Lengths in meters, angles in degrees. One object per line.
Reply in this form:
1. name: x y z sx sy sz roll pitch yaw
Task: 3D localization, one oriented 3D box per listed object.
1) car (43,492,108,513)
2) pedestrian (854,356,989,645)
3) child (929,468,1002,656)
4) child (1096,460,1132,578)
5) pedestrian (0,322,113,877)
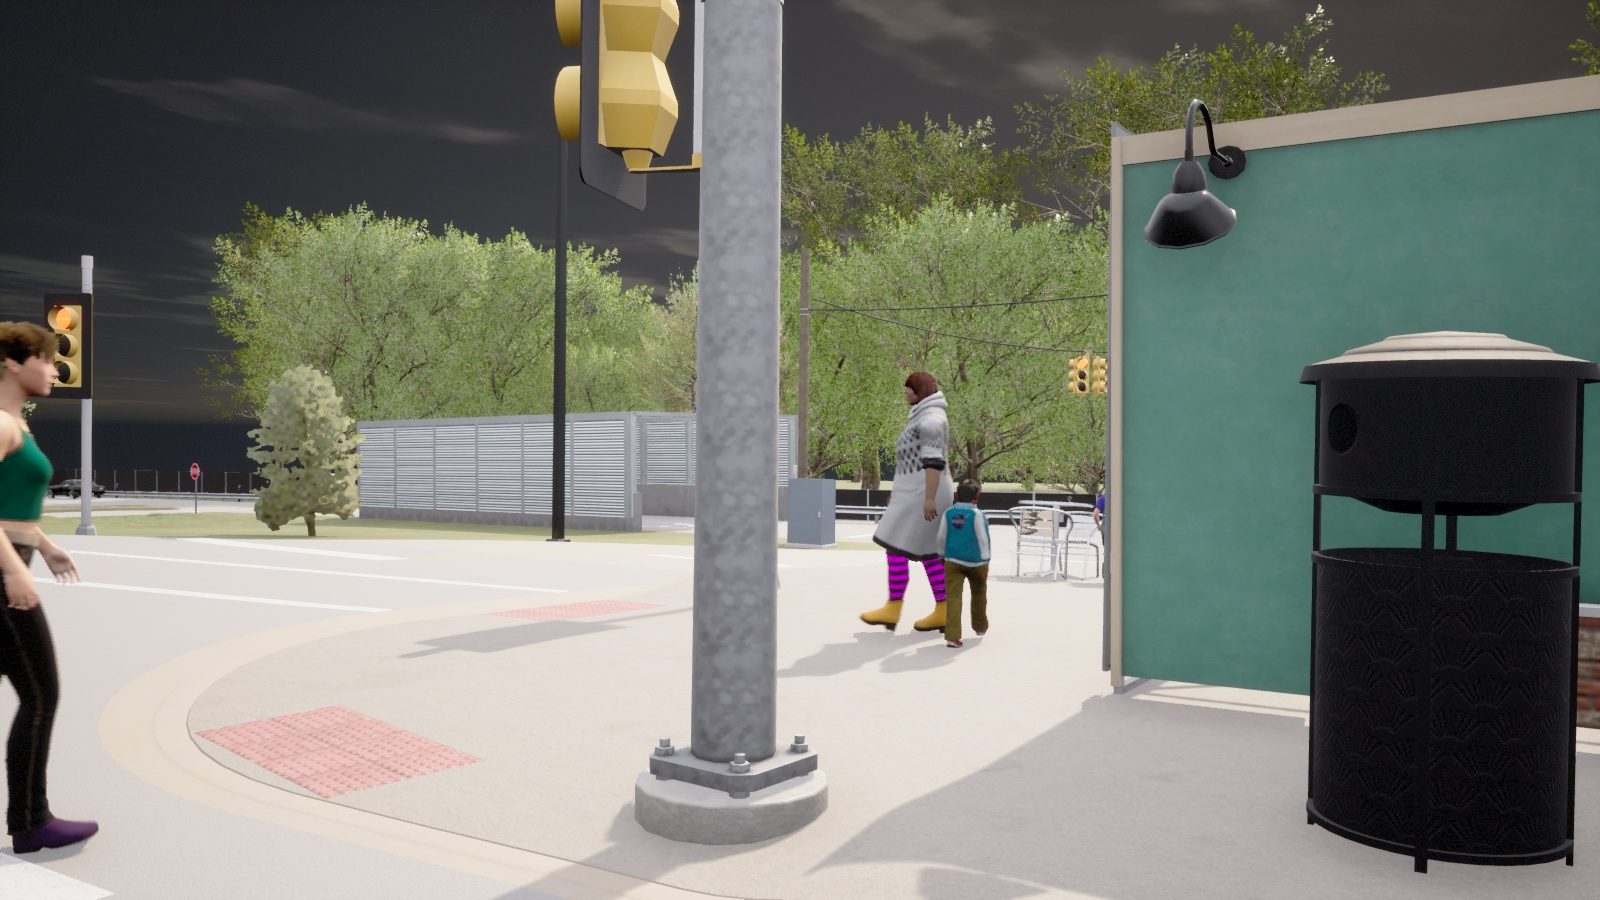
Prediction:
1. car: -49.371 3.562 85.575 4.718 1.301 1.895 -2 0 34
2. pedestrian: 0.873 0.336 8.878 0.873 1.952 0.659 0 1 12
3. child: 1.099 0.723 8.322 0.343 1.192 0.448 0 1 27
4. child: 3.477 0.753 13.893 0.270 1.263 0.437 0 1 30
5. pedestrian: -2.716 0.493 4.299 0.594 1.836 0.345 -1 1 -33
